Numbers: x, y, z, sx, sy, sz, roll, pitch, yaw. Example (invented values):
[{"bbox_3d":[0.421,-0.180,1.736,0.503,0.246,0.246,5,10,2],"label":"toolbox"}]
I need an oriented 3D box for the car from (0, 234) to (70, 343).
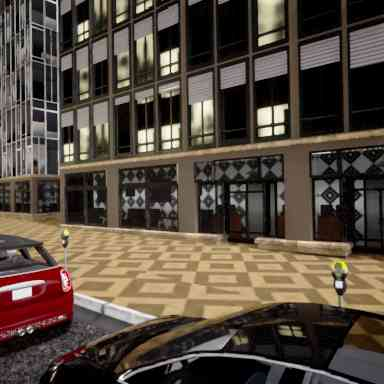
[{"bbox_3d":[-3.911,1.441,5.819,4.097,1.590,1.967,0,-1,37],"label":"car"}]

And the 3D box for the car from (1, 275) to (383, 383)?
[{"bbox_3d":[0.663,1.566,2.439,4.313,1.339,1.947,0,-1,36],"label":"car"}]
